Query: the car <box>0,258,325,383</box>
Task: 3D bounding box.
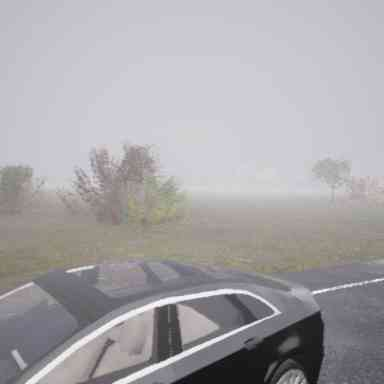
[{"bbox_3d":[-0.795,1.428,2.683,4.902,1.511,2.128,0,1,-40],"label":"car"}]
